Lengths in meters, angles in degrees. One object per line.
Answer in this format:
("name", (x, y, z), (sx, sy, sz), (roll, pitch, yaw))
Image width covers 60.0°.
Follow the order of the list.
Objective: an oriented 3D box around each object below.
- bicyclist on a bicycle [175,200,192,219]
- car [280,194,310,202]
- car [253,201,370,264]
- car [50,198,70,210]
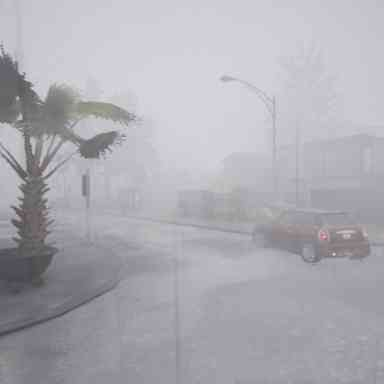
("bicyclist on a bicycle", (-0.717, 1.476, 27.843), (1.656, 1.620, 0.582), (0, 0, -34))
("car", (8.158, 1.085, 28.627), (3.866, 1.878, 1.905), (0, 0, 1))
("car", (4.098, 1.394, 12.293), (2.097, 1.767, 4.553), (0, 0, -19))
("car", (-19.058, 1.632, 47.913), (2.097, 1.767, 4.553), (0, 0, -34))
